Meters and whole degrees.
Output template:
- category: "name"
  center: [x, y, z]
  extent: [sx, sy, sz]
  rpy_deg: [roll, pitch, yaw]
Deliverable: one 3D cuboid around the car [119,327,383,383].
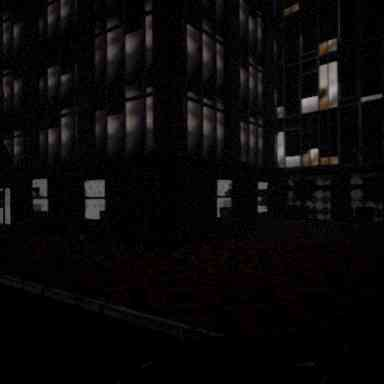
- category: "car"
  center: [1.269, 1.582, 1.969]
  extent: [4.206, 1.307, 1.802]
  rpy_deg: [-1, 0, 35]
